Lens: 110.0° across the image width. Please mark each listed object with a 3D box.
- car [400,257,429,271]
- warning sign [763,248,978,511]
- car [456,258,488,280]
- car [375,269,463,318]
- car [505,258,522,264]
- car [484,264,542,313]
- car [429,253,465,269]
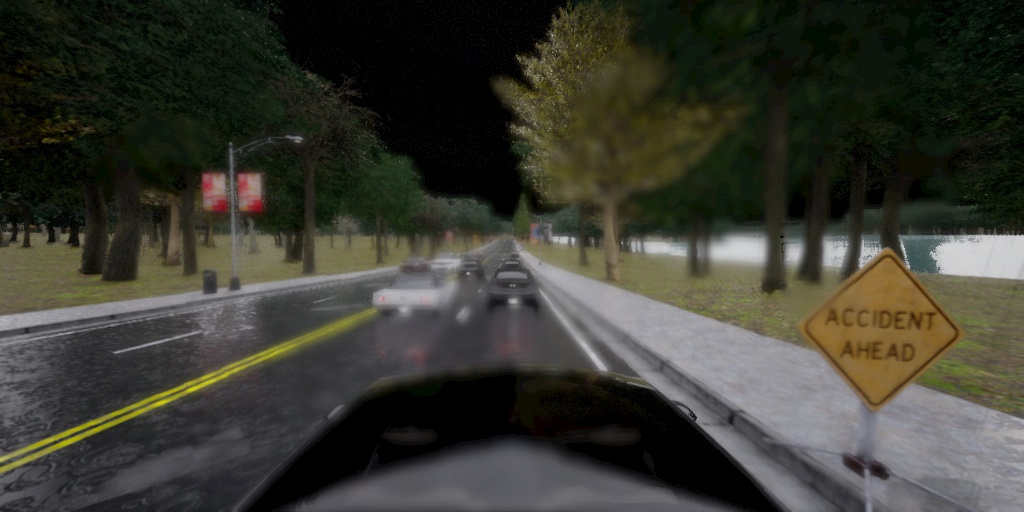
[{"bbox_3d":[-9.835,0.904,36.735,2.097,1.767,4.553,0,1,0],"label":"car"},{"bbox_3d":[2.851,0.865,2.900,1.300,1.860,1.060,0,0,0],"label":"warning sign"},{"bbox_3d":[-3.149,1.119,29.533,1.837,1.490,4.892,0,0,0],"label":"car"},{"bbox_3d":[-3.154,1.320,12.888,1.895,1.301,4.718,0,0,0],"label":"car"},{"bbox_3d":[0.100,1.119,29.541,1.837,1.490,4.892,0,0,0],"label":"car"},{"bbox_3d":[0.096,1.220,13.939,1.837,1.490,4.892,0,0,0],"label":"car"},{"bbox_3d":[-6.586,0.773,37.029,2.150,2.045,5.566,0,0,0],"label":"car"}]
